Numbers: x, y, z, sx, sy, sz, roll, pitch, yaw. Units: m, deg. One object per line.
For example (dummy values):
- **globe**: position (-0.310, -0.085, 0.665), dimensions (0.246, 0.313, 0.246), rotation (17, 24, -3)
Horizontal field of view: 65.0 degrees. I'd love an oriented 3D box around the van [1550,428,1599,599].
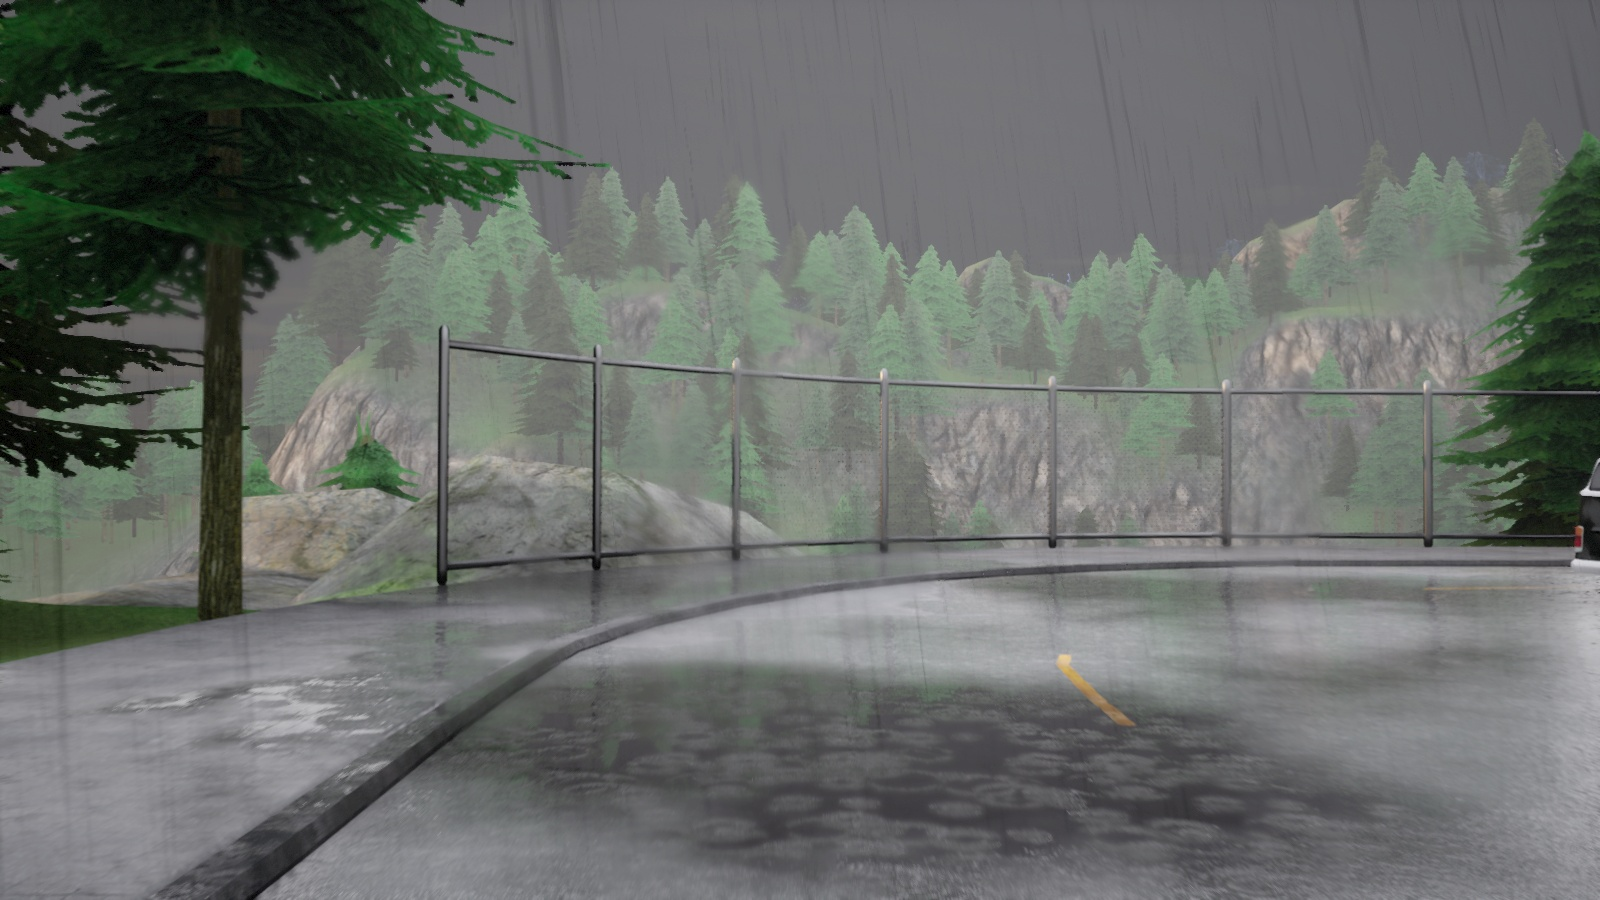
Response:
- **van**: position (11.754, 0.742, 15.001), dimensions (4.480, 2.038, 2.069), rotation (0, -1, -9)
